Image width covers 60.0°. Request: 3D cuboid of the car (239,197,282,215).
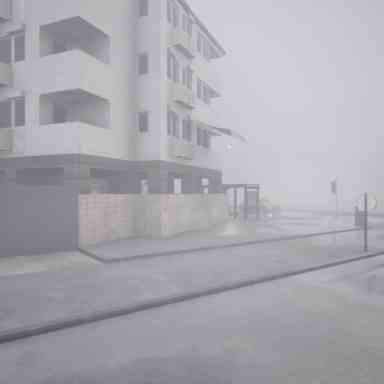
[{"bbox_3d":[7.040,1.352,34.508,2.097,1.767,4.553,0,0,-36],"label":"car"}]
